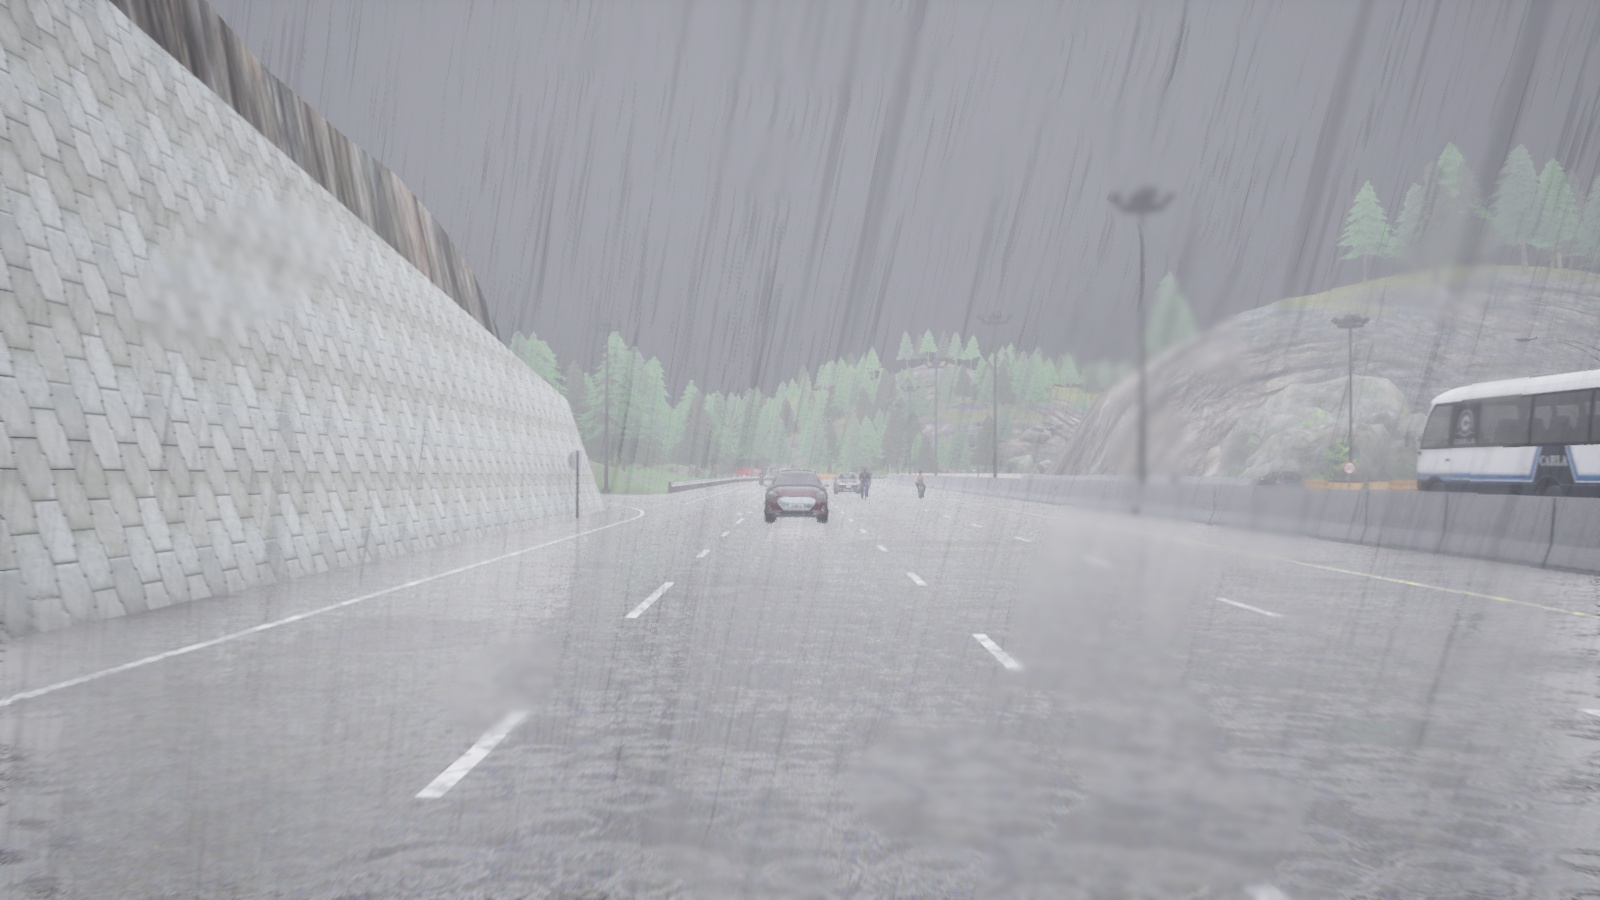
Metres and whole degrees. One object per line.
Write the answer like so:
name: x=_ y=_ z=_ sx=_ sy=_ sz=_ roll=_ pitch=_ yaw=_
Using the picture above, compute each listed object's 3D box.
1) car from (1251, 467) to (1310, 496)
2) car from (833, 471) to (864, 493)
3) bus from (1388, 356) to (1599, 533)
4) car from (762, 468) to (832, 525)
car: x=27.823 y=1.821 z=72.845 sx=1.851 sy=1.617 sz=3.988 roll=0 pitch=-1 yaw=0
car: x=3.290 y=2.214 z=86.469 sx=1.970 sy=1.475 sz=3.806 roll=0 pitch=-1 yaw=0
bus: x=20.909 y=-0.056 z=35.209 sx=3.944 sy=4.253 sz=10.273 roll=0 pitch=-1 yaw=0
car: x=-0.095 y=1.397 z=38.973 sx=2.033 sy=1.649 sz=4.856 roll=0 pitch=-1 yaw=0
